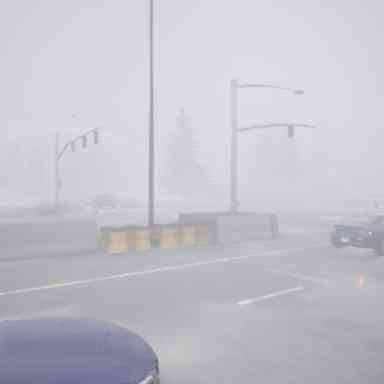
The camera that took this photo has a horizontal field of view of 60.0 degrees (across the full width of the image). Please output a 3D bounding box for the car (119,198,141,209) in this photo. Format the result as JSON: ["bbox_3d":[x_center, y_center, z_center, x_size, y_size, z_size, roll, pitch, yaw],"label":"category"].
[{"bbox_3d":[-8.879,1.583,47.176,2.033,1.411,5.357,0,0,-29],"label":"car"}]

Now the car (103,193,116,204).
[{"bbox_3d":[-16.122,1.265,65.087,2.150,2.045,5.566,0,0,-18],"label":"car"}]

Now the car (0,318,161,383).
[{"bbox_3d":[-2.385,1.524,2.046,4.674,1.442,1.812,0,0,-36],"label":"car"}]

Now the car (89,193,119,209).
[{"bbox_3d":[-12.237,1.251,46.121,2.150,2.045,5.566,0,0,-28],"label":"car"}]

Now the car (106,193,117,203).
[{"bbox_3d":[-18.237,1.276,75.277,2.150,2.045,5.566,0,0,-11],"label":"car"}]

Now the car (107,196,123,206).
[{"bbox_3d":[-13.014,1.516,56.078,1.882,1.535,5.008,0,0,-22],"label":"car"}]

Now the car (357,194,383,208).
[{"bbox_3d":[27.232,1.273,49.074,5.566,2.045,2.150,0,0,-35],"label":"car"}]

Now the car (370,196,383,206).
[{"bbox_3d":[32.972,1.501,57.380,5.008,1.535,1.882,0,0,-35],"label":"car"}]

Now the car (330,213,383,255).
[{"bbox_3d":[7.385,1.553,13.327,4.674,1.442,1.812,0,0,-36],"label":"car"}]

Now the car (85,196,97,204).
[{"bbox_3d":[-19.469,1.584,64.055,2.033,1.411,5.357,0,0,-18],"label":"car"}]

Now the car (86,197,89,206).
[{"bbox_3d":[-16.392,1.633,54.945,1.895,1.301,4.718,0,0,-22],"label":"car"}]

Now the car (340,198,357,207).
[{"bbox_3d":[24.999,1.652,51.782,4.718,1.301,1.895,0,0,-35],"label":"car"}]

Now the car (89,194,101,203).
[{"bbox_3d":[-21.540,1.399,73.745,2.097,1.767,4.553,0,0,-11],"label":"car"}]
